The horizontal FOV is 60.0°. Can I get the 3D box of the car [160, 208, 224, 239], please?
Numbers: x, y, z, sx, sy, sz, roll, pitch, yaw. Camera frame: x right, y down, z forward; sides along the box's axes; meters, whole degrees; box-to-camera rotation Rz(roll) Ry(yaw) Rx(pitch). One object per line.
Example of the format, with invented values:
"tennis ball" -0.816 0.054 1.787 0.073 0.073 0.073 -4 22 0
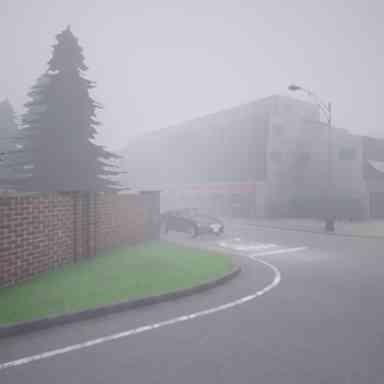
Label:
"car" -0.172 1.664 18.892 2.128 1.511 4.902 0 0 -35
